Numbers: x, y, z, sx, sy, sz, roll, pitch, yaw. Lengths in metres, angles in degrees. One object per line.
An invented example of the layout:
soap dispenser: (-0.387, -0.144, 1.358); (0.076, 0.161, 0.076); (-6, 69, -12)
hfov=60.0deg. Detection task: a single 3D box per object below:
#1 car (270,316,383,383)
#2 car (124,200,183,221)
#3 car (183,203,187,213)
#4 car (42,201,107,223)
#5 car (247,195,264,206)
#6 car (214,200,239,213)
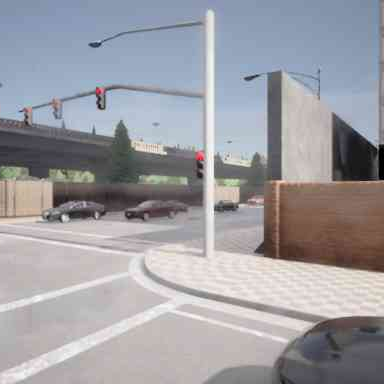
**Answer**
car: (2.877, 1.506, 1.914); (4.892, 1.490, 1.837); (0, 0, 36)
car: (-3.198, 1.409, 26.630); (1.882, 1.535, 5.008); (0, 0, 36)
car: (-2.306, 1.493, 33.883); (1.994, 1.385, 4.181); (0, 0, 36)
car: (-8.710, 1.420, 24.946); (2.128, 1.511, 4.902); (0, 0, 36)
car: (10.313, 1.280, 51.374); (2.097, 1.767, 4.553); (0, 0, 36)
car: (3.136, 1.532, 35.465); (1.895, 1.301, 4.718); (0, 0, 36)
